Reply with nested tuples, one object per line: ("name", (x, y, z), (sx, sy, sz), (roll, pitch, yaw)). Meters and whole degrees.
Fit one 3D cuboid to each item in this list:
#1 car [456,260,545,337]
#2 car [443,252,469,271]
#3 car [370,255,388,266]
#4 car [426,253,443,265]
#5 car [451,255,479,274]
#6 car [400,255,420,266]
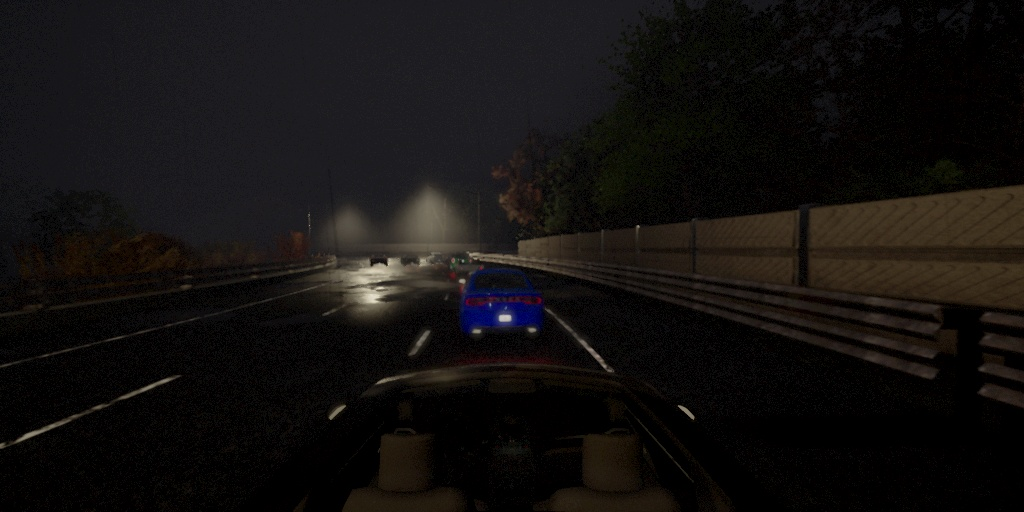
("car", (-0.411, 1.054, 9.760), (1.882, 1.535, 5.008), (0, 1, -6))
("car", (-4.924, 0.424, 33.351), (2.097, 1.767, 4.553), (-1, 1, -16))
("car", (-15.986, 0.493, 42.933), (1.895, 1.301, 4.718), (-1, 1, -23))
("car", (-9.933, 0.323, 46.564), (1.812, 1.442, 4.674), (-1, 1, -24))
("car", (-3.208, 0.818, 26.500), (1.895, 1.301, 4.718), (0, 1, -13))
("car", (-12.395, 0.473, 43.431), (1.895, 1.301, 4.718), (-1, 1, -23))
